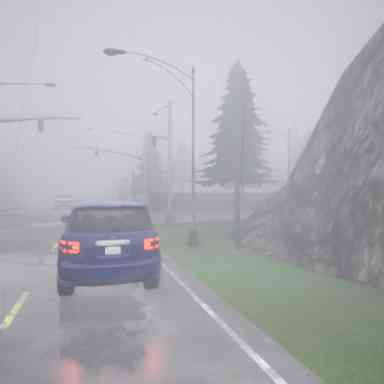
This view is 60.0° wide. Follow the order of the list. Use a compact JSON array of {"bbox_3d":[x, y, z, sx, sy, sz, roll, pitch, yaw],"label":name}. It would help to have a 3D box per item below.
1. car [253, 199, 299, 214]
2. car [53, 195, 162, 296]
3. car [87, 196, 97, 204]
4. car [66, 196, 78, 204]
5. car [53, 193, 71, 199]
[{"bbox_3d":[8.575,1.477,34.071,4.892,1.490,1.837,0,0,-20],"label":"car"},{"bbox_3d":[-2.280,1.213,8.946,2.150,2.045,5.566,0,0,-17],"label":"car"},{"bbox_3d":[-19.446,1.461,64.551,1.812,1.442,4.674,0,0,-17],"label":"car"},{"bbox_3d":[-22.450,1.461,62.336,1.812,1.442,4.674,0,0,-17],"label":"car"},{"bbox_3d":[-16.667,1.177,43.312,2.150,2.045,5.566,0,0,-17],"label":"car"}]
